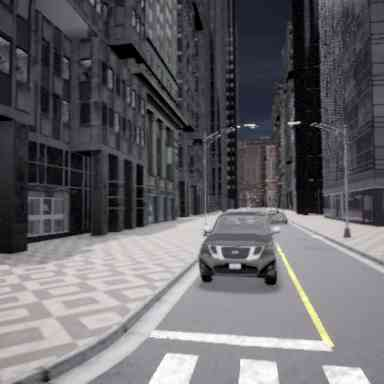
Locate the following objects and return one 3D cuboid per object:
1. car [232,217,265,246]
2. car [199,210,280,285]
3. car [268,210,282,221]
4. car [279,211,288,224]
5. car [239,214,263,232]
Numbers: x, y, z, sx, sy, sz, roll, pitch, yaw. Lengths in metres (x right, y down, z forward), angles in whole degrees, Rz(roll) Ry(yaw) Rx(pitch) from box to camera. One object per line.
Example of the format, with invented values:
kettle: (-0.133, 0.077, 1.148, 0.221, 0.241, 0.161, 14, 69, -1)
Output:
car: (3.680, 2.411, 21.353, 1.837, 1.490, 4.892, -1, -3, 11)
car: (1.773, 1.715, 11.461, 2.150, 2.045, 5.566, -1, -3, 13)
car: (12.604, 3.554, 50.690, 1.837, 1.490, 4.892, -1, -2, 11)
car: (10.712, 3.238, 40.929, 1.994, 1.385, 4.181, -1, -2, 11)
car: (5.675, 2.877, 31.652, 2.033, 1.411, 5.357, -1, -2, 11)
